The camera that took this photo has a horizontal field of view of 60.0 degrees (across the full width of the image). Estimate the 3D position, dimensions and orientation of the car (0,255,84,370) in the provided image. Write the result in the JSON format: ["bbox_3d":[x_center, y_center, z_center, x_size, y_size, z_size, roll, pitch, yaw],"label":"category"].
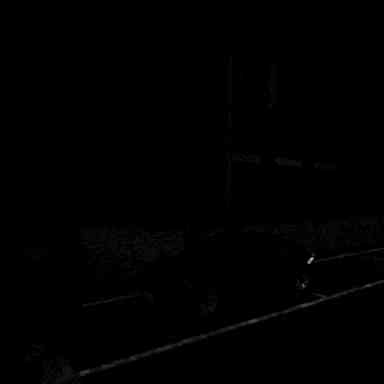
[{"bbox_3d":[-3.598,1.561,4.189,4.313,1.339,1.947,1,0,-36],"label":"car"}]

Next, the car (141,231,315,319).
[{"bbox_3d":[0.978,1.606,7.457,4.313,1.339,1.947,1,0,-36],"label":"car"}]
